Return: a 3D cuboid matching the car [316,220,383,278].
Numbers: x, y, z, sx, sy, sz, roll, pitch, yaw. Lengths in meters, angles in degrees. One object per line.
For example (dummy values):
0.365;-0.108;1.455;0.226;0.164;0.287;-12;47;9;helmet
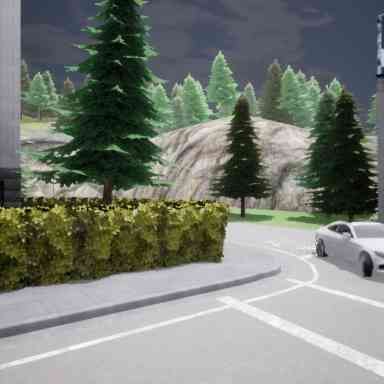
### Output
5.714;1.694;11.021;1.812;1.442;4.674;1;0;-3;car
